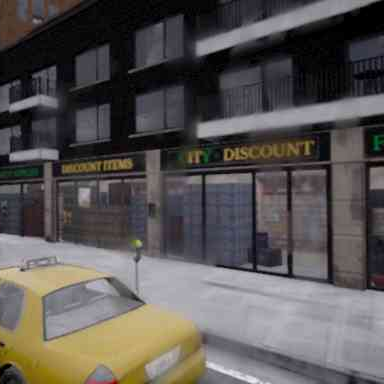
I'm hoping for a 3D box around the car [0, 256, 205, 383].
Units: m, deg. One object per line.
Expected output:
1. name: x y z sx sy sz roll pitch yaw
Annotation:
1. car: -2.135 1.531 4.398 4.829 1.417 1.752 0 -1 36
